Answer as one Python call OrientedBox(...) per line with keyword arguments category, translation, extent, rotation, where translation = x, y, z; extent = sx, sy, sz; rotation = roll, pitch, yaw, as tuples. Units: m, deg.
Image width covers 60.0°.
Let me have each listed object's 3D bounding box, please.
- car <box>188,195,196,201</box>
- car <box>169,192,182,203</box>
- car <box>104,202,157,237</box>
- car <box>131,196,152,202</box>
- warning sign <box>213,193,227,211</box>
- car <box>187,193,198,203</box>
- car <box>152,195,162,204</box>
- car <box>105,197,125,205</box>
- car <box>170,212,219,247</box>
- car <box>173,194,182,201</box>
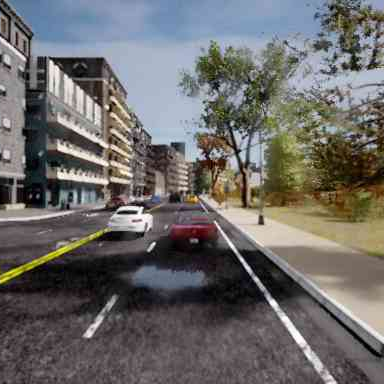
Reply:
OrientedBox(category="car", translation=(0.009, 1.305, 74.140), extent=(1.895, 1.301, 4.718), rotation=(0, 0, 0))
OrientedBox(category="car", translation=(-3.242, 1.039, 63.717), extent=(2.150, 2.045, 5.566), rotation=(0, 0, 0))
OrientedBox(category="car", translation=(-3.163, 1.474, 17.560), extent=(1.812, 1.442, 4.674), rotation=(0, 0, 0))
OrientedBox(category="car", translation=(-6.588, 1.478, 42.033), extent=(1.895, 1.301, 4.718), rotation=(0, 0, 0))
OrientedBox(category="warning sign", translation=(2.846, 1.015, 34.043), extent=(1.300, 1.860, 1.060), rotation=(-1, 0, 0))
OrientedBox(category="car", translation=(0.008, 1.295, 63.688), extent=(1.882, 1.535, 5.008), rotation=(0, 0, 0))
OrientedBox(category="car", translation=(-6.531, 1.354, 59.820), extent=(1.812, 1.442, 4.674), rotation=(0, 0, 1))
OrientedBox(category="car", translation=(-9.832, 1.400, 42.914), extent=(1.812, 1.442, 4.674), rotation=(0, 0, 0))
OrientedBox(category="car", translation=(0.095, 1.557, 14.845), extent=(1.895, 1.301, 4.718), rotation=(0, 0, 0))
OrientedBox(category="car", translation=(-3.241, 1.210, 74.110), extent=(1.837, 1.490, 4.892), rotation=(0, 0, 0))
